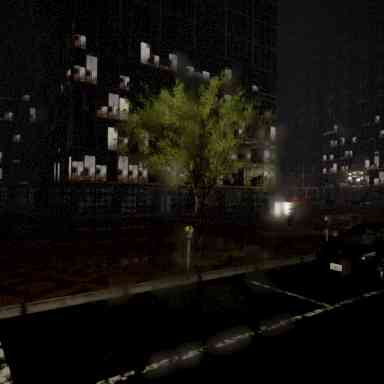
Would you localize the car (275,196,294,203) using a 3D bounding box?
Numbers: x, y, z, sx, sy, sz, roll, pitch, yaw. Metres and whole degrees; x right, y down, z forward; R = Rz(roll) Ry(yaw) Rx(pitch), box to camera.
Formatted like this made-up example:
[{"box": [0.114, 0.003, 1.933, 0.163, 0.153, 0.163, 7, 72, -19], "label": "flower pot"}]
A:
[{"box": [21.910, 1.795, 80.283, 1.967, 1.590, 4.097, 1, -1, -20], "label": "car"}]

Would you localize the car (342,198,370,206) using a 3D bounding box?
[{"box": [29.613, 1.764, 59.282, 2.008, 1.369, 4.403, 1, -1, -20], "label": "car"}]

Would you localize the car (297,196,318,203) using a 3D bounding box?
[{"box": [29.300, 1.821, 83.021, 2.192, 1.841, 5.009, 1, -1, -20], "label": "car"}]

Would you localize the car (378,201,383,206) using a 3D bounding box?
[{"box": [36.946, 1.890, 62.170, 1.752, 1.417, 4.829, 1, -1, -20], "label": "car"}]

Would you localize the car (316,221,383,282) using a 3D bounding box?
[{"box": [5.544, 1.574, 9.810, 4.313, 1.339, 1.947, 0, 1, -34], "label": "car"}]

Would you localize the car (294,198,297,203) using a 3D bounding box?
[{"box": [27.369, 2.123, 88.270, 1.802, 1.307, 4.206, 1, -1, -20], "label": "car"}]

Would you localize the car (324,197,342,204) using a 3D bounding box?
[{"box": [27.688, 1.689, 64.534, 1.967, 1.590, 4.097, 1, -1, -20], "label": "car"}]

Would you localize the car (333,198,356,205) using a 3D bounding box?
[{"box": [33.151, 1.985, 72.514, 2.008, 1.369, 4.403, 1, -1, -20], "label": "car"}]
